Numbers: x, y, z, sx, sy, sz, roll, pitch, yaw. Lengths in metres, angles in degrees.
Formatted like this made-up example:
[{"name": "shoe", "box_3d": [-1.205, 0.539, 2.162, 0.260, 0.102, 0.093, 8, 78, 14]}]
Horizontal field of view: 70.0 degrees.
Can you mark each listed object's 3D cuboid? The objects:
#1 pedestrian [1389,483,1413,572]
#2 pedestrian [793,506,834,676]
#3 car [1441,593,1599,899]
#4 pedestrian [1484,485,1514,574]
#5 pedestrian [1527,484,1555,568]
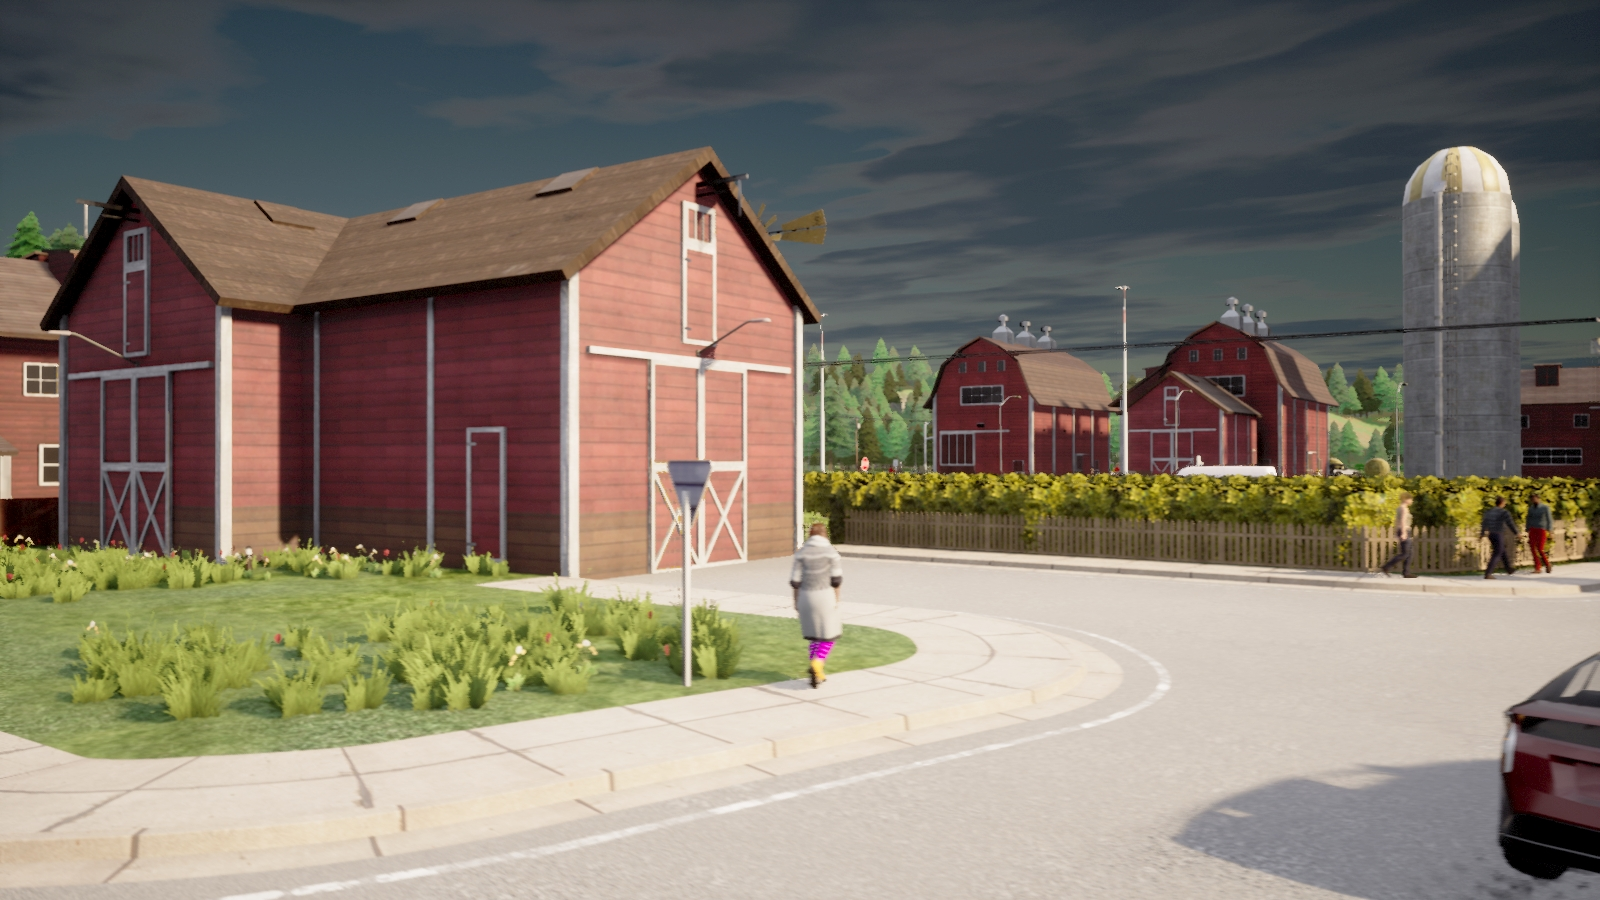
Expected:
[{"name": "pedestrian", "box_3d": [12.647, 1.622, 24.058, 0.375, 1.860, 0.375, 0, 0, 17]}, {"name": "pedestrian", "box_3d": [0.154, 1.565, 12.863, 0.375, 1.860, 0.375, 0, 0, 17]}, {"name": "car", "box_3d": [6.410, 1.867, 7.749, 4.514, 1.525, 2.007, 0, -1, -38]}, {"name": "pedestrian", "box_3d": [14.853, 1.676, 24.275, 0.375, 1.860, 0.375, 0, 0, -17]}, {"name": "pedestrian", "box_3d": [16.585, 1.693, 25.568, 0.375, 1.860, 0.375, 0, 0, -24]}]
